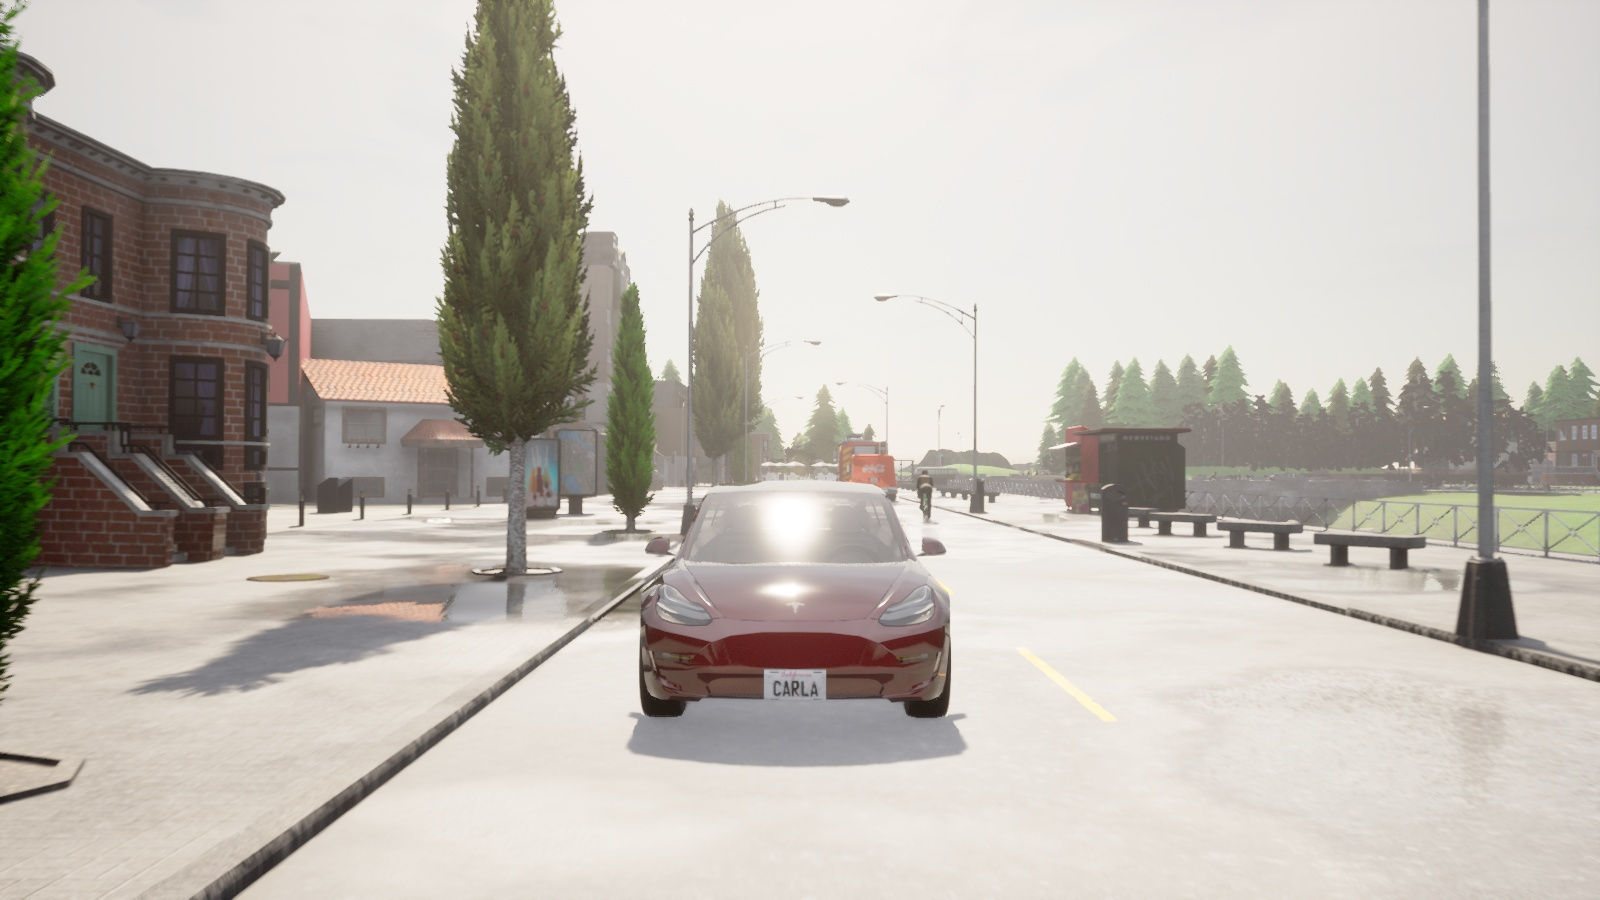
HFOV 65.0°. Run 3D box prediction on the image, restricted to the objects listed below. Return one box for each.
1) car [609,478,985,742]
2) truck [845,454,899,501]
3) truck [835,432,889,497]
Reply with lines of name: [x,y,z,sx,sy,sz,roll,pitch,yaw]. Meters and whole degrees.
car: [-0.025,0.976,9.653,2.163,1.488,4.792,0,-1,0]
truck: [3.824,1.450,67.666,2.627,2.467,5.204,0,-1,0]
truck: [3.793,0.944,78.216,2.891,3.827,8.468,0,-1,0]
